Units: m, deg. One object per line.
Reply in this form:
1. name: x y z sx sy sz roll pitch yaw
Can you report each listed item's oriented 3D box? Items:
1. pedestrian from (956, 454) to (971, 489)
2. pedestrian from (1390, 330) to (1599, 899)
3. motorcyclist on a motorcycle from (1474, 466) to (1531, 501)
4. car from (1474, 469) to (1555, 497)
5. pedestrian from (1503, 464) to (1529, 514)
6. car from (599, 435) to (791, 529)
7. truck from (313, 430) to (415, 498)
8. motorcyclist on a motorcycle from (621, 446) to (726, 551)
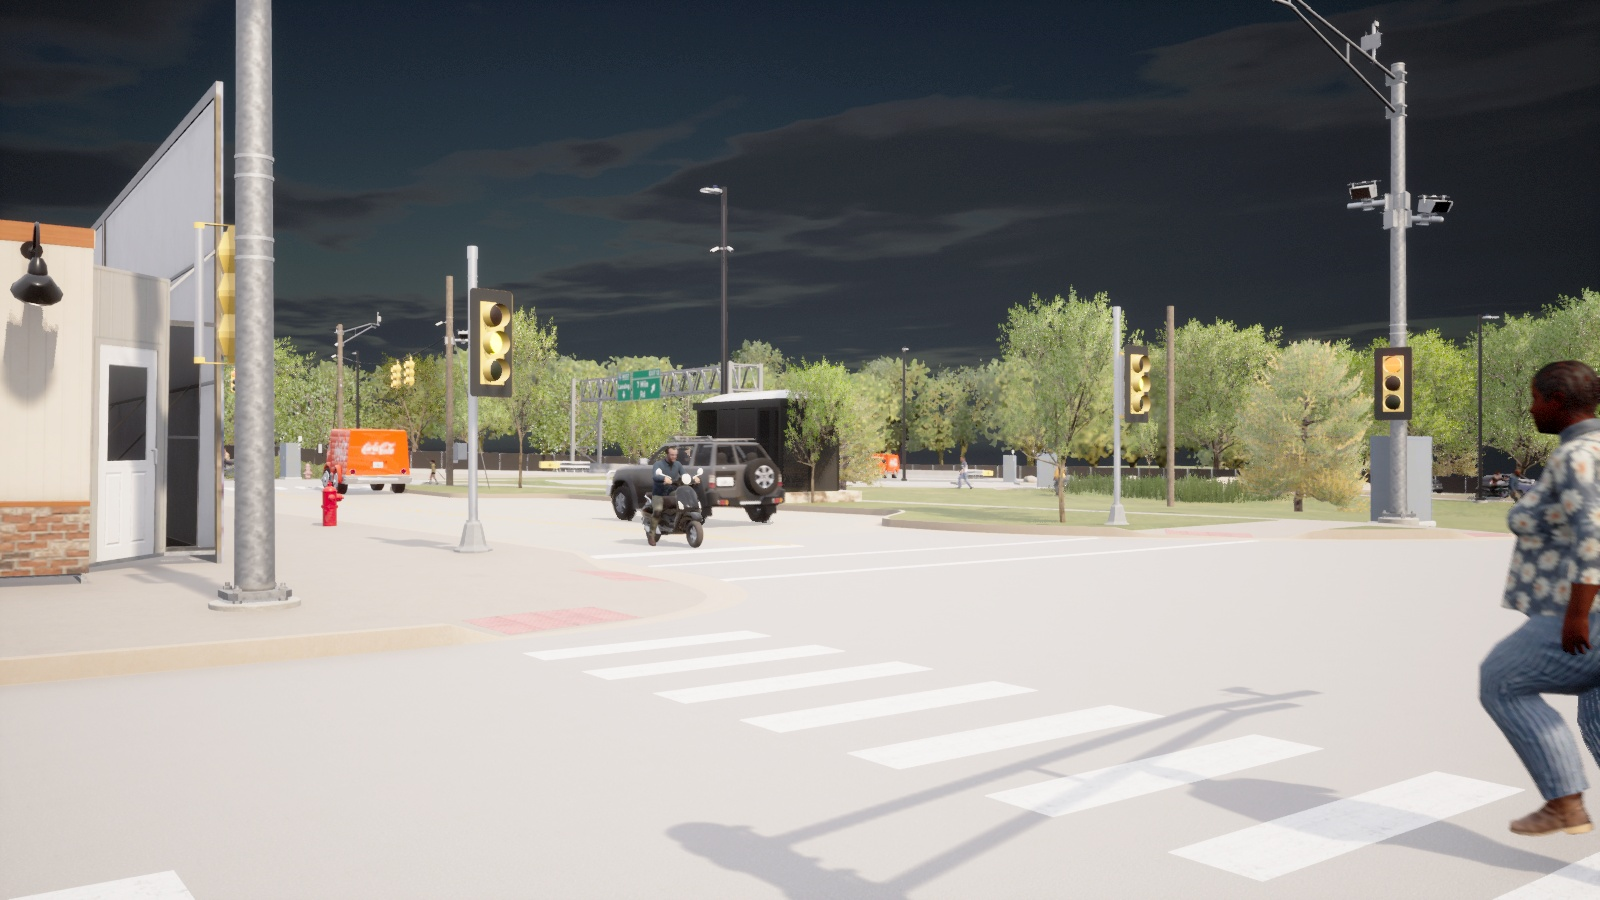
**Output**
1. pedestrian: 8.777 1.138 67.280 0.706 1.836 0.354 0 0 -7
2. pedestrian: 2.763 0.546 4.427 0.874 1.855 0.900 0 0 -33
3. motorcyclist on a motorcycle: 35.287 1.680 63.081 2.350 1.649 0.766 1 1 44
4. car: 44.702 2.088 78.655 3.988 1.617 1.851 2 -2 1
5. pedestrian: 26.658 1.434 46.754 0.370 1.835 0.726 0 0 -42
6. car: -2.360 0.645 27.149 1.932 1.855 4.605 0 0 -37
7. truck: -16.951 0.484 48.656 2.627 2.467 5.204 0 1 -32
8. motorcyclist on a motorcycle: -2.040 0.744 20.081 0.866 1.590 1.817 0 0 -36
